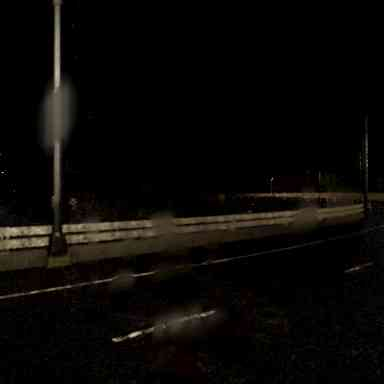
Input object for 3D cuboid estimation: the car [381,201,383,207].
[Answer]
[{"bbox_3d":[35.655,1.992,59.974,2.128,1.511,4.902,0,-1,17],"label":"car"}]
